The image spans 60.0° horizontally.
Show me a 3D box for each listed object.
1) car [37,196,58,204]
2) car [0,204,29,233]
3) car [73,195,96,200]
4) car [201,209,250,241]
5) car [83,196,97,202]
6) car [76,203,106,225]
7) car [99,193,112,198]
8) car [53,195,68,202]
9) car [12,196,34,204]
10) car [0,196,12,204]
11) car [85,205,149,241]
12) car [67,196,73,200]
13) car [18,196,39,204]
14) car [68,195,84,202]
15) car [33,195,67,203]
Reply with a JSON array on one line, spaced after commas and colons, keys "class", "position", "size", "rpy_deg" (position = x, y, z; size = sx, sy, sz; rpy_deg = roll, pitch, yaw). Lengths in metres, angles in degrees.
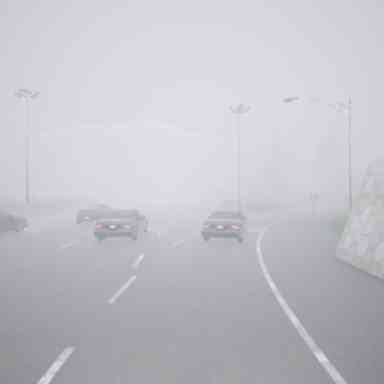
[{"class": "car", "position": [-28.011, 1.481, 64.722], "size": [1.882, 1.535, 5.008], "rpy_deg": [0, 0, 0]}, {"class": "car", "position": [-10.404, 1.548, 16.811], "size": [2.033, 1.411, 5.357], "rpy_deg": [0, 0, 0]}, {"class": "car", "position": [-21.012, 1.481, 65.138], "size": [1.882, 1.535, 5.008], "rpy_deg": [0, 0, 0]}, {"class": "car", "position": [1.803, 1.548, 16.618], "size": [2.033, 1.411, 5.357], "rpy_deg": [0, 0, 14]}, {"class": "car", "position": [-24.513, 1.599, 80.322], "size": [1.895, 1.301, 4.718], "rpy_deg": [0, 0, 0]}, {"class": "car", "position": [-6.911, 1.526, 24.148], "size": [1.812, 1.442, 4.674], "rpy_deg": [0, 0, 0]}, {"class": "car", "position": [-21.013, 1.229, 80.858], "size": [2.150, 2.045, 5.566], "rpy_deg": [0, 0, 0]}, {"class": "car", "position": [-31.513, 1.528, 79.972], "size": [1.812, 1.442, 4.674], "rpy_deg": [0, 0, 0]}, {"class": "car", "position": [-24.566, 1.507, 50.132], "size": [1.837, 1.490, 4.892], "rpy_deg": [0, 0, 0]}, {"class": "car", "position": [-28.065, 1.355, 49.630], "size": [2.097, 1.767, 4.553], "rpy_deg": [0, 0, 0]}, {"class": "car", "position": [-3.404, 1.548, 16.781], "size": [2.033, 1.411, 5.357], "rpy_deg": [0, 0, 0]}, {"class": "car", "position": [-24.511, 1.555, 64.876], "size": [1.994, 1.385, 4.181], "rpy_deg": [0, 0, 0]}, {"class": "car", "position": [-31.511, 1.527, 64.231], "size": [1.812, 1.442, 4.674], "rpy_deg": [0, 0, 0]}, {"class": "car", "position": [-28.013, 1.529, 80.173], "size": [2.128, 1.511, 4.902], "rpy_deg": [0, 0, 0]}, {"class": "car", "position": [-21.067, 1.550, 49.746], "size": [2.033, 1.411, 5.357], "rpy_deg": [0, 0, 1]}]
